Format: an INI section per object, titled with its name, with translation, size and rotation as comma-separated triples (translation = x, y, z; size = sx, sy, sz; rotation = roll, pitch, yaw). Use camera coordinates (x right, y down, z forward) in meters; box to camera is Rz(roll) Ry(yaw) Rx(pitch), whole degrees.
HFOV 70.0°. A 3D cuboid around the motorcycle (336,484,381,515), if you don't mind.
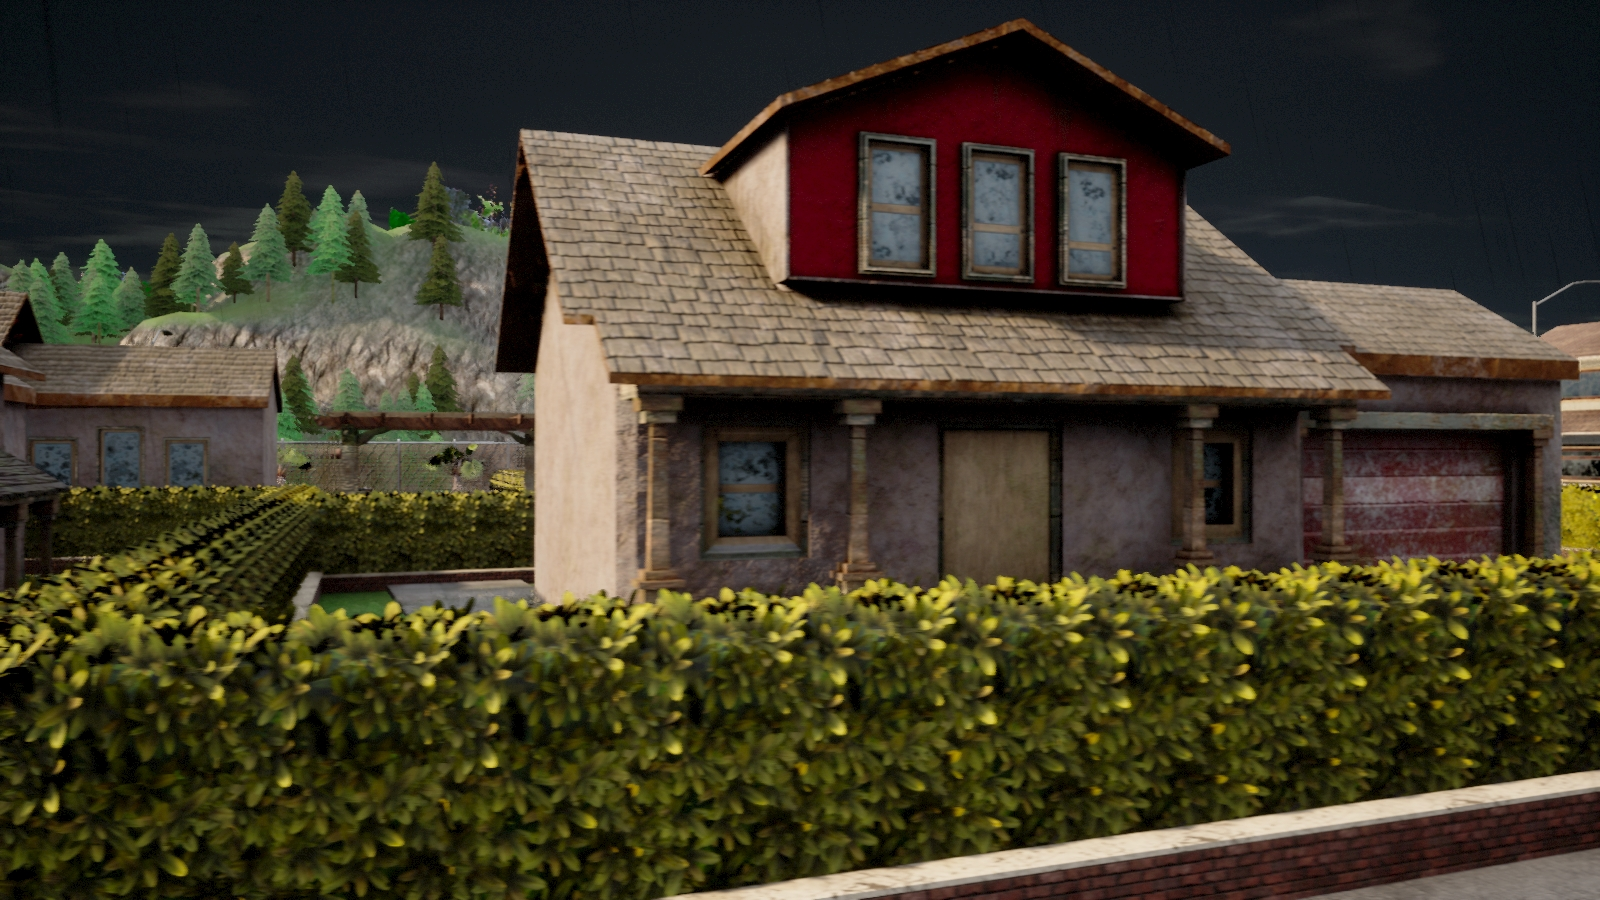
[motorcycle]
translation = -19.134, 2.142, 49.592
size = 1.805, 1.316, 0.856
rotation = 0, 0, -20
